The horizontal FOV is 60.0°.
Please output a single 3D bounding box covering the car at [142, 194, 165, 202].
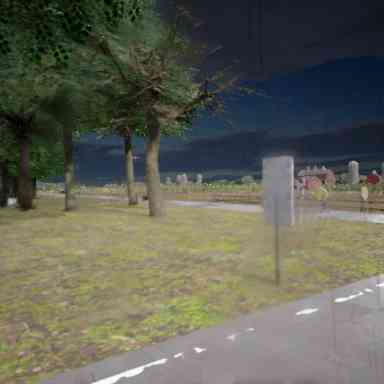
[{"bbox_3d":[-5.695,0.755,49.523,1.994,1.385,4.181,-1,2,-35],"label":"car"}]
